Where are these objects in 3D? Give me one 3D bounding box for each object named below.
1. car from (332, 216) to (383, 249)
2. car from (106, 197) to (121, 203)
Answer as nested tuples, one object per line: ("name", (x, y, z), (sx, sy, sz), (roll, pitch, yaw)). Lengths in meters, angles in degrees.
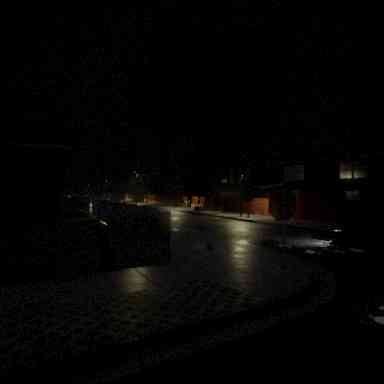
("car", (7.882, 1.597, 13.320), (4.181, 1.385, 1.994), (-1, 1, 34))
("car", (-12.379, 1.490, 52.373), (2.128, 1.511, 4.902), (0, 0, -23))
